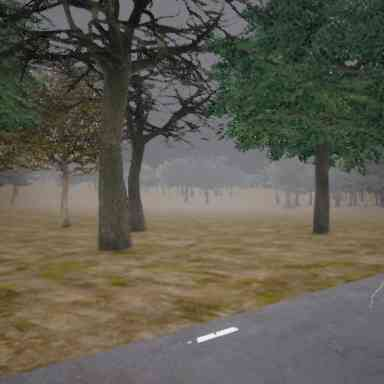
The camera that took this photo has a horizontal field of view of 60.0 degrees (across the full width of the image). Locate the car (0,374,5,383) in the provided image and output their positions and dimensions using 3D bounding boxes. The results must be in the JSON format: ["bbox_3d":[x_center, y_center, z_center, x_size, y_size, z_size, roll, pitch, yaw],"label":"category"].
[{"bbox_3d":[-3.221,1.509,1.115,4.674,1.442,1.812,1,-1,-35],"label":"car"}]
